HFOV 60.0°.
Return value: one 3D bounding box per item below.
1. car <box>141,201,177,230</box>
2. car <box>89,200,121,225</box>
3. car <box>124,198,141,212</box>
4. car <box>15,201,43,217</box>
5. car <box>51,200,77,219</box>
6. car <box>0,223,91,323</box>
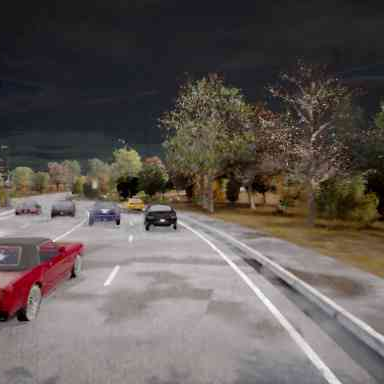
[{"bbox_3d":[-2.136,1.488,21.525,1.882,1.535,5.008,0,0,-10],"label":"car"},{"bbox_3d":[-6.357,1.371,24.671,2.097,1.767,4.553,0,0,-12],"label":"car"},{"bbox_3d":[-6.886,1.503,39.287,1.882,1.535,5.008,0,0,-19],"label":"car"},{"bbox_3d":[-15.820,1.599,32.385,1.994,1.385,4.181,0,0,-17],"label":"car"},{"bbox_3d":[-11.510,1.506,30.101,1.882,1.535,5.008,0,0,-16],"label":"car"},{"bbox_3d":[-3.767,1.613,7.129,1.895,1.301,4.718,0,0,-4],"label":"car"}]
